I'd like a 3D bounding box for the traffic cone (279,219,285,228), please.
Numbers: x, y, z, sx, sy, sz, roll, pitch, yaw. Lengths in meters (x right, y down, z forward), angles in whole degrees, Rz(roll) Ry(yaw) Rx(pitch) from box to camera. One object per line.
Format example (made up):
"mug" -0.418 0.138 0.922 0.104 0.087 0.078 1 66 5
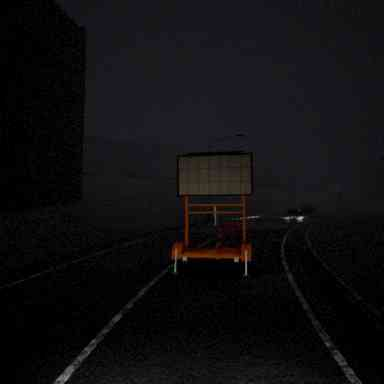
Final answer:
"traffic cone" 6.083 2.130 22.519 0.340 0.580 0.340 -2 -1 17

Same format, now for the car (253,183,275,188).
"car" 15.080 -1.092 72.596 4.792 1.488 2.163 3 -6 -38

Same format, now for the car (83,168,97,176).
"car" -16.696 -2.867 50.417 4.553 1.767 2.185 2 -5 -33

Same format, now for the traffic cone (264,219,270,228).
"traffic cone" 5.127 2.159 22.802 0.340 0.580 0.340 -2 -1 17

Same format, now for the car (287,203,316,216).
"car" 13.356 2.121 40.621 1.882 1.535 5.008 -4 -4 44

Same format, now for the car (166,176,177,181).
"car" -2.930 -2.137 59.416 4.892 1.521 2.231 3 -5 -33

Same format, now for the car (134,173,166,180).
"car" -7.543 -2.348 56.391 4.892 1.521 2.231 2 -5 -33

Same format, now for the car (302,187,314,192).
"car" 27.674 -0.392 83.350 4.553 1.767 2.185 4 -6 -42

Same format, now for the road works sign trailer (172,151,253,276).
"road works sign trailer" 0.756 0.525 10.653 2.380 3.560 2.880 -1 -1 12

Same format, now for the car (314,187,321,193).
"car" 31.787 -0.180 87.161 5.566 2.045 2.435 5 -6 -43

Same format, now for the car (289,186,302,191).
"car" 23.473 -0.577 79.595 4.892 1.521 2.231 4 -6 -40

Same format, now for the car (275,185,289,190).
"car" 19.352 -0.812 76.080 4.674 1.452 2.002 4 -6 -39
